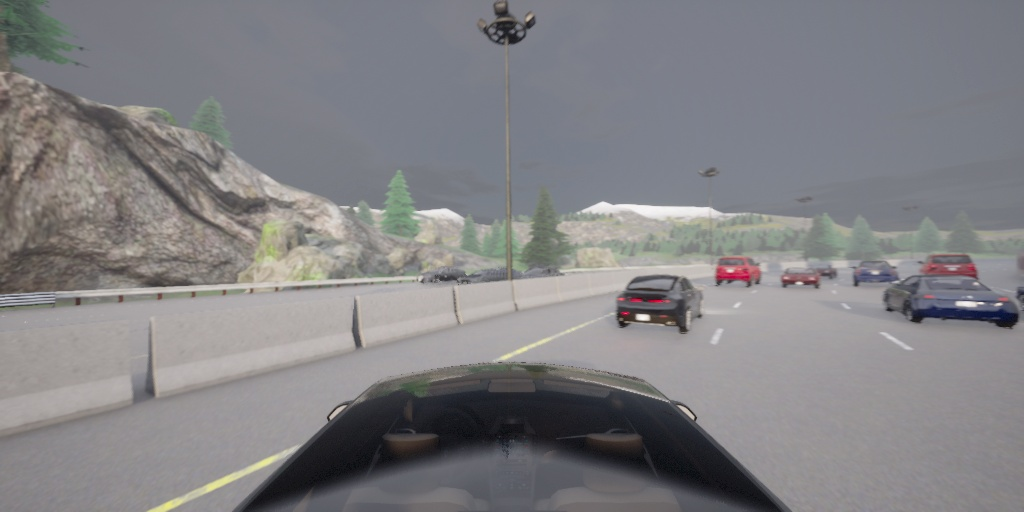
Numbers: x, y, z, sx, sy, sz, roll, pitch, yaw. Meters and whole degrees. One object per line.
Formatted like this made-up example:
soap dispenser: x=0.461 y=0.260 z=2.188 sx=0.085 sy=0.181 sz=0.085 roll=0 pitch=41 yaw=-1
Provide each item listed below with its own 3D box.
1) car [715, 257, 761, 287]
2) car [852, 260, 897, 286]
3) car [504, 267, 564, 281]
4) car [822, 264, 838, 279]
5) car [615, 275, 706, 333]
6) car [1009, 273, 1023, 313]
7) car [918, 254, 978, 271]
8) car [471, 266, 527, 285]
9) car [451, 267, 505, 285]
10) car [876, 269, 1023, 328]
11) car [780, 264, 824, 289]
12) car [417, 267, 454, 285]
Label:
car: x=16.281 y=1.078 z=25.788 sx=2.150 sy=2.045 sz=5.566 roll=-2 pitch=-1 yaw=42
car: x=24.512 y=1.084 z=24.290 sx=2.097 sy=1.767 sz=4.553 roll=-1 pitch=-1 yaw=44
car: x=1.910 y=1.539 z=25.317 sx=1.837 sy=1.490 sz=4.892 roll=-2 pitch=-1 yaw=39
car: x=28.455 y=1.396 z=32.947 sx=4.718 sy=1.301 sz=1.895 roll=0 pitch=-1 yaw=-42
car: x=4.689 y=1.318 z=11.121 sx=1.837 sy=1.490 sz=4.892 roll=-1 pitch=-1 yaw=34
car: x=17.006 y=1.246 z=10.292 sx=1.895 sy=1.301 sz=4.718 roll=-1 pitch=-1 yaw=37
car: x=29.213 y=0.891 z=24.127 sx=5.566 sy=2.045 sz=2.150 roll=0 pitch=-1 yaw=-45
car: x=-1.113 y=1.717 z=32.729 sx=2.033 sy=1.411 sz=5.357 roll=-1 pitch=-1 yaw=40
car: x=-1.983 y=1.656 z=25.997 sx=1.994 sy=1.385 sz=4.181 roll=-1 pitch=-1 yaw=38
car: x=13.405 y=1.267 z=11.257 sx=1.994 sy=1.385 sz=4.181 roll=-1 pitch=-1 yaw=36
car: x=19.079 y=1.394 z=23.641 sx=1.895 sy=1.301 sz=4.718 roll=-1 pitch=-1 yaw=42
car: x=-6.191 y=1.716 z=31.980 sx=2.128 sy=1.511 sz=4.902 roll=-1 pitch=-1 yaw=39
